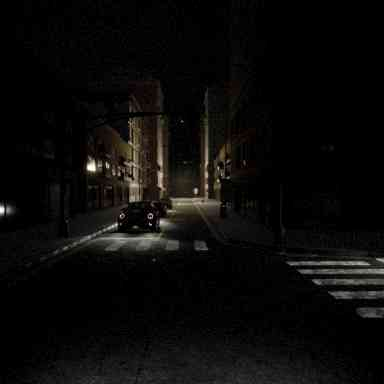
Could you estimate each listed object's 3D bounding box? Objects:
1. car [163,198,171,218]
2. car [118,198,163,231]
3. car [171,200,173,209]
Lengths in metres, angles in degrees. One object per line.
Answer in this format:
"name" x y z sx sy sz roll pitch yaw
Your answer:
"car" -3.333 1.483 30.449 2.128 1.511 4.902 0 0 -1
"car" -3.158 1.348 20.462 2.097 1.767 4.553 0 0 -1
"car" -3.509 1.459 42.778 1.882 1.535 5.008 0 0 0
